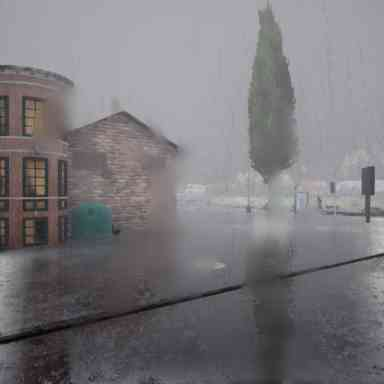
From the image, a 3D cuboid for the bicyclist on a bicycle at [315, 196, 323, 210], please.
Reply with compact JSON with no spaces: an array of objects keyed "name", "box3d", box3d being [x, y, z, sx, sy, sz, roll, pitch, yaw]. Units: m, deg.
[{"name":"bicyclist on a bicycle","box3d":[15.318,1.349,40.146,1.656,1.620,0.582,0,0,-36]}]
